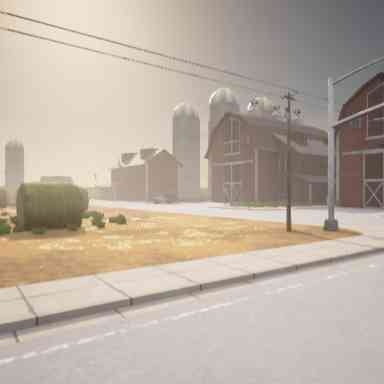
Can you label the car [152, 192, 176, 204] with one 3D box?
[{"bbox_3d":[-4.739,1.060,57.096,3.866,1.878,1.905,-2,5,11],"label":"car"}]
